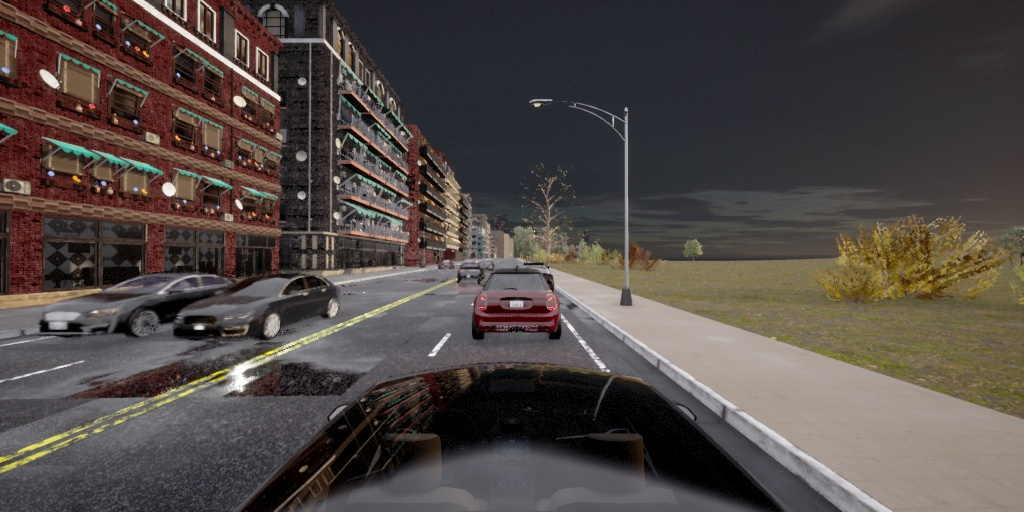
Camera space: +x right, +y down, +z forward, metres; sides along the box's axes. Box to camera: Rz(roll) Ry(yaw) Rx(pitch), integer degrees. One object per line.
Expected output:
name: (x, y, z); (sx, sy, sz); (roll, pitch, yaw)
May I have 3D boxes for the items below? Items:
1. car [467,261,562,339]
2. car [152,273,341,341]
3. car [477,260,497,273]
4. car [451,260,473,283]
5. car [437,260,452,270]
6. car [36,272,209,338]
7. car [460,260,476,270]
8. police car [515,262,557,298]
car: (0.112, 1.103, 10.184); (2.097, 1.767, 4.553); (0, 0, 0)
car: (-6.587, 1.256, 9.982); (1.837, 1.490, 4.892); (0, 0, 0)
car: (-3.062, 1.299, 44.874); (2.033, 1.411, 5.357); (0, 0, 0)
car: (-3.097, 1.243, 28.119); (2.128, 1.511, 4.902); (0, 0, 0)
car: (-9.739, 1.277, 53.041); (1.812, 1.442, 4.674); (0, 0, 0)
car: (-9.834, 1.243, 10.220); (2.128, 1.511, 4.902); (0, 0, 0)
car: (-6.490, 1.277, 53.053); (1.812, 1.442, 4.674); (0, 0, 0)
police car: (1.173, 1.178, 19.680); (1.930, 1.638, 5.238); (0, 0, 0)
